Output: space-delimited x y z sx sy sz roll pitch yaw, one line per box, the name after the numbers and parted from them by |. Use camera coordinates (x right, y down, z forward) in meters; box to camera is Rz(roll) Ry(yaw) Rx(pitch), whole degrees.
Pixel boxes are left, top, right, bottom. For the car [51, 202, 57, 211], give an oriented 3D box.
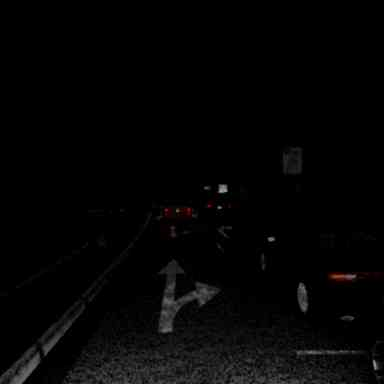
-15.770 1.405 32.370 4.892 1.521 2.231 0 0 -6 | car

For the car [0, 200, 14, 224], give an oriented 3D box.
-14.629 1.499 21.446 4.792 1.488 2.163 0 0 -5 | car

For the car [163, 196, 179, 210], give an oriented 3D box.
-2.687 1.320 42.613 1.882 1.535 5.008 0 0 -4 | car

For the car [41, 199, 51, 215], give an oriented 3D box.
-15.525 1.297 29.625 4.553 1.767 2.185 0 0 -6 | car

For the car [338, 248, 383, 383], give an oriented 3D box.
3.007 1.506 1.925 2.163 1.488 4.792 0 0 0 | car

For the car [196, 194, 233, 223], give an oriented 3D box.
1.686 1.156 25.476 2.150 2.045 5.566 0 0 -5 | car

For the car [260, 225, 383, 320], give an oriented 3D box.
2.878 1.470 7.417 2.097 1.535 5.008 0 0 -1 | car

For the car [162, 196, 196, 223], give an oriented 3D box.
-1.158 1.296 24.968 2.097 1.767 4.553 0 0 -5 | car

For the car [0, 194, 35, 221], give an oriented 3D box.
-14.955 1.206 24.152 5.566 2.045 2.435 0 0 -6 | car

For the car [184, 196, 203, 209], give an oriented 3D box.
0.129 1.318 43.506 2.128 1.511 4.902 0 0 -4 | car

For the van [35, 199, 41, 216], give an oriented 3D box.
-15.097 1.214 26.898 4.442 1.987 1.878 0 0 -6 | van
